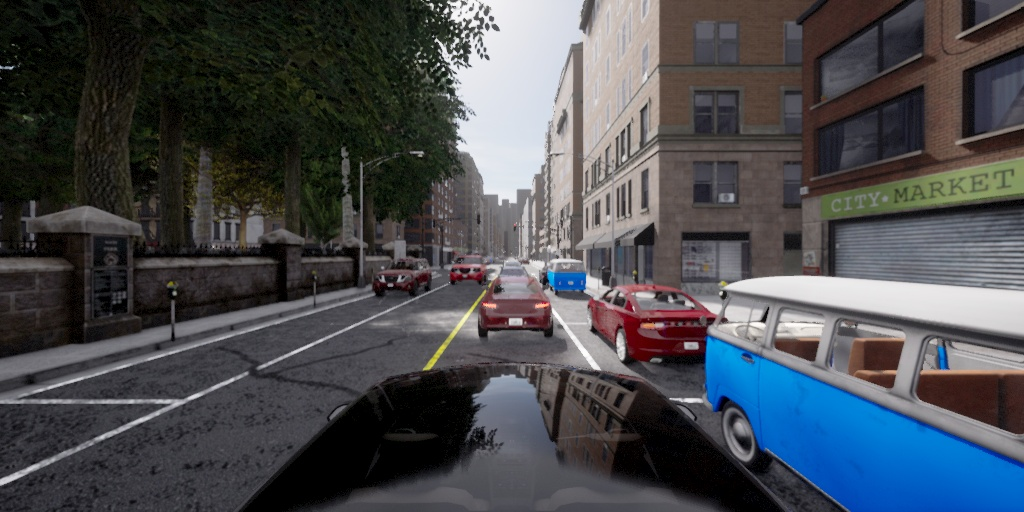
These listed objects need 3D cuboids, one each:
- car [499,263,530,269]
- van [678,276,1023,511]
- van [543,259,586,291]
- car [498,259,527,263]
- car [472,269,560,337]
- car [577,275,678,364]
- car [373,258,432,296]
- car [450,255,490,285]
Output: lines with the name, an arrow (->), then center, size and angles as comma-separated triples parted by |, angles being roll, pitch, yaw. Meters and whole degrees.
car -> 0.098, 1.278, 19.716 | 2.033, 1.411, 5.357 | 0, 0, 1
van -> 2.857, 1.090, 2.275 | 1.690, 1.789, 3.998 | 0, 0, 0
van -> 2.858, 1.072, 19.258 | 1.690, 1.789, 3.998 | 0, 0, 0
car -> 0.006, 1.221, 29.460 | 1.837, 1.490, 4.892 | 0, 0, 0
car -> 0.096, 1.268, 10.137 | 1.812, 1.442, 4.674 | 0, 0, 0
car -> 2.857, 1.289, 7.936 | 1.888, 1.381, 4.507 | 0, 0, 0
car -> -5.667, 1.046, 19.218 | 2.192, 1.841, 5.009 | 0, 0, 0
car -> -3.033, 0.944, 26.010 | 2.150, 2.045, 5.566 | 0, 0, 1
